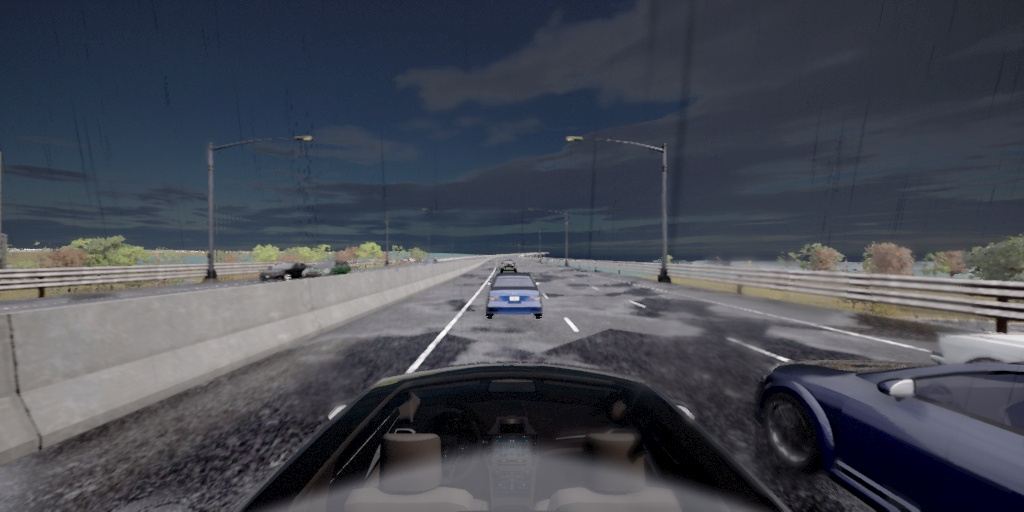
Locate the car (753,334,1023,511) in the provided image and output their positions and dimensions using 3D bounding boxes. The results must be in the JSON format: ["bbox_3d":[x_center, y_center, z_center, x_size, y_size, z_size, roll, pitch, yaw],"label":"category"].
[{"bbox_3d":[3.592,1.313,2.148,1.994,1.385,4.181,0,0,0],"label":"car"}]

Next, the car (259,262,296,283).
[{"bbox_3d":[-17.824,1.224,28.579,1.882,1.535,5.008,0,0,-1],"label":"car"}]

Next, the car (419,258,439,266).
[{"bbox_3d":[-11.160,1.082,48.464,2.097,1.767,4.553,0,0,-1],"label":"car"}]

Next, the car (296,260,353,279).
[{"bbox_3d":[-14.316,1.098,28.005,2.097,1.767,4.553,0,0,-1],"label":"car"}]

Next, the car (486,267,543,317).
[{"bbox_3d":[0.053,1.295,13.019,2.033,1.411,5.357,0,0,0],"label":"car"}]

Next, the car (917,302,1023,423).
[{"bbox_3d":[7.093,1.349,3.078,1.895,1.301,4.718,0,0,0],"label":"car"}]

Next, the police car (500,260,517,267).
[{"bbox_3d":[-0.430,1.238,43.777,2.038,1.542,4.974,0,0,-1],"label":"police car"}]
